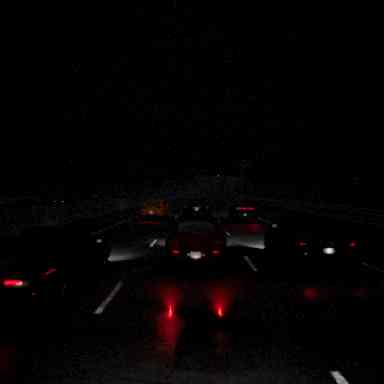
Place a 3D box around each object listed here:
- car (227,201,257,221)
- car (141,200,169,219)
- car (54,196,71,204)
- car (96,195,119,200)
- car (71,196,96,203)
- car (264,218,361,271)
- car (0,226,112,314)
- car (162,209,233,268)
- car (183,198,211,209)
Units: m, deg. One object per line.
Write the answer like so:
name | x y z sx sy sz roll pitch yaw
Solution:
car | 3.898 1.413 26.334 2.128 1.511 4.902 0 0 2
car | -3.057 1.389 27.972 1.882 1.535 5.008 0 0 2
car | -19.866 1.337 52.141 1.837 1.490 4.892 0 0 3
car | -12.874 1.194 51.925 2.097 1.767 4.553 0 0 3
car | -16.385 1.386 51.705 2.033 1.411 5.357 0 0 3
car | 3.637 1.520 10.767 1.994 1.385 4.181 0 0 1
car | -3.415 1.511 7.816 2.033 1.411 5.357 0 0 1
car | 0.140 1.482 10.992 1.812 1.442 4.674 0 0 1
car | 0.391 1.270 26.077 2.097 1.767 4.553 0 0 2
